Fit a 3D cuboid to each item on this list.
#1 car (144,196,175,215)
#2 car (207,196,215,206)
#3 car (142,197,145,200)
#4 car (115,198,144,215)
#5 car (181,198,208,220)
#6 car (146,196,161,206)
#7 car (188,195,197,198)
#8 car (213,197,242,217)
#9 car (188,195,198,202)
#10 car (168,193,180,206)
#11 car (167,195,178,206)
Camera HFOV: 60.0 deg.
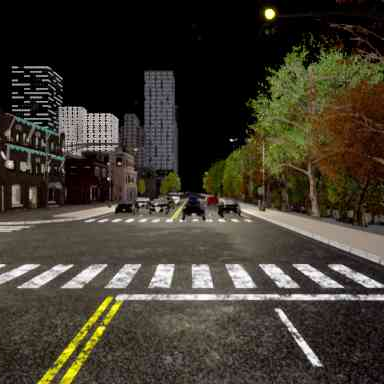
[{"bbox_3d":[-3.275,1.480,34.270,2.128,1.511,4.902,0,0,0],"label":"car"},{"bbox_3d":[3.457,1.457,54.826,1.882,1.535,5.008,0,0,0],"label":"car"},{"bbox_3d":[-6.505,1.476,44.045,2.128,1.511,4.902,0,0,0],"label":"car"},{"bbox_3d":[-6.527,1.553,33.962,1.994,1.385,4.181,0,0,0],"label":"car"},{"bbox_3d":[0.155,1.496,28.438,1.837,1.490,4.892,0,0,0],"label":"car"},{"bbox_3d":[-6.445,1.505,56.081,1.812,1.442,4.674,0,0,1],"label":"car"},{"bbox_3d":[0.205,1.505,54.336,1.812,1.442,4.674,0,0,0],"label":"car"},{"bbox_3d":[3.408,1.482,30.855,2.128,1.511,4.902,0,0,0],"label":"car"},{"bbox_3d":[0.143,1.494,74.239,2.128,1.511,4.902,0,0,0],"label":"car"},{"bbox_3d":[-3.211,1.203,55.792,2.150,2.045,5.566,0,0,1],"label":"car"},{"bbox_3d":[-3.248,1.489,44.511,1.837,1.490,4.892,0,0,0],"label":"car"}]
